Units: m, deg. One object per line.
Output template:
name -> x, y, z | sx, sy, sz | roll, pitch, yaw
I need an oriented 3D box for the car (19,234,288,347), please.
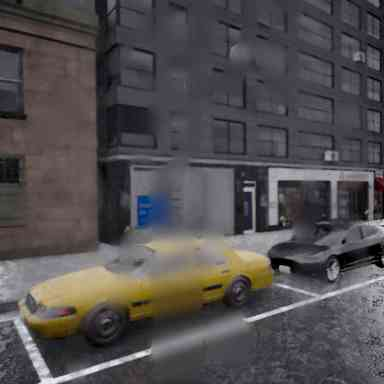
car -> -0.528, 1.520, 6.284 | 4.829, 1.417, 1.752 | 0, -1, -35

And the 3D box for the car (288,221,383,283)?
car -> 4.092, 1.550, 9.580 | 4.313, 1.339, 1.947 | 0, -1, -35
